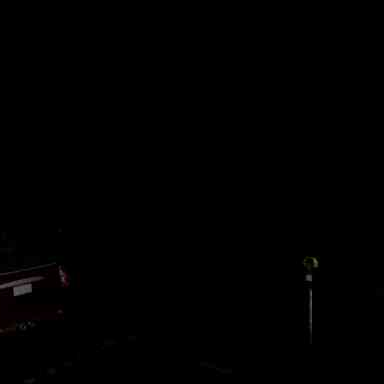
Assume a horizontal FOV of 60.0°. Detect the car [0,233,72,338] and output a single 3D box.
[{"bbox_3d":[-4.033,1.440,5.949,4.097,1.590,1.967,0,0,35],"label":"car"}]
